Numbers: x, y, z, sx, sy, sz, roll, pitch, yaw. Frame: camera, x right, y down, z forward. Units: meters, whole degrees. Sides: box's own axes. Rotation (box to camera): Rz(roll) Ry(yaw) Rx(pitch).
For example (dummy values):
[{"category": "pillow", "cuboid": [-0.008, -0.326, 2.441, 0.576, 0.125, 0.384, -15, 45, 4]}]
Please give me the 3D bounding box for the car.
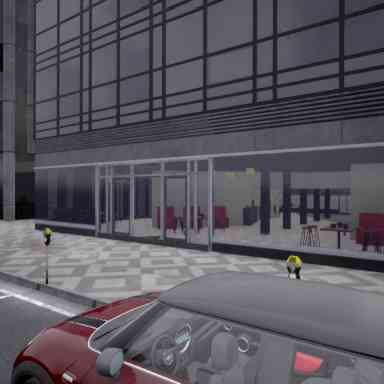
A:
[{"category": "car", "cuboid": [0.243, 1.440, 2.789, 4.097, 1.590, 1.967, 0, 0, 36]}]
